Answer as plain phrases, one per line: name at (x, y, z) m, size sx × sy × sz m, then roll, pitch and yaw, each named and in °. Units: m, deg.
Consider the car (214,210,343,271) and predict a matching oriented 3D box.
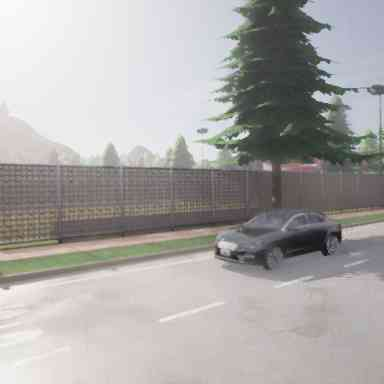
car at (2.863, 1.342, 10.551) m, size 4.902 × 1.511 × 2.128 m, roll -1°, pitch 1°, yaw -37°
